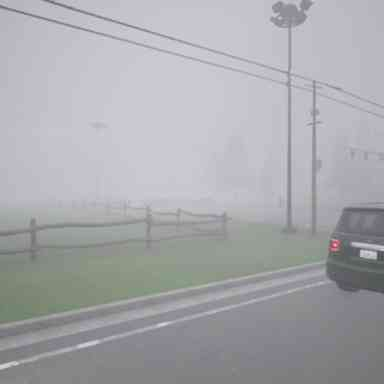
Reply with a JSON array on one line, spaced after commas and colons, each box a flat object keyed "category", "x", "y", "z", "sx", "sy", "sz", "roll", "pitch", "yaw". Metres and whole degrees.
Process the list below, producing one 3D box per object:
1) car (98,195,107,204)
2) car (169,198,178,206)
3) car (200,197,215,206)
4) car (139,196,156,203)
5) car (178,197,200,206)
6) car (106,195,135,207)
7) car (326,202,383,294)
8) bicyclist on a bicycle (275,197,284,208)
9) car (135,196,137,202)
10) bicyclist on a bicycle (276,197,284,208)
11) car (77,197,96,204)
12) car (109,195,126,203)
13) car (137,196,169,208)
[{"category": "car", "x": -18.448, "y": 1.479, "z": 68.997, "sx": 2.097, "sy": 1.767, "sz": 4.553, "roll": 0, "pitch": 0, "yaw": -35}, {"category": "car", "x": -4.815, "y": 1.646, "z": 55.847, "sx": 1.837, "sy": 1.490, "sz": 4.892, "roll": 0, "pitch": -1, "yaw": -35}, {"category": "car", "x": 2.049, "y": 1.682, "z": 58.253, "sx": 1.837, "sy": 1.490, "sz": 4.892, "roll": 0, "pitch": 0, "yaw": -35}, {"category": "car", "x": -10.113, "y": 1.702, "z": 75.396, "sx": 1.812, "sy": 1.442, "sz": 4.674, "roll": 0, "pitch": 0, "yaw": -35}, {"category": "car", "x": -1.325, "y": 1.652, "z": 56.968, "sx": 2.128, "sy": 1.511, "sz": 4.902, "roll": 0, "pitch": 0, "yaw": -35}, {"category": "car", "x": -11.532, "y": 1.584, "z": 53.230, "sx": 1.882, "sy": 1.535, "sz": 5.008, "roll": 0, "pitch": 0, "yaw": -35}, {"category": "car", "x": 5.375, "y": 1.266, "z": 7.817, "sx": 5.566, "sy": 2.045, "sz": 2.150, "roll": 0, "pitch": 0, "yaw": -38}, {"category": "bicyclist on a bicycle", "x": 13.041, "y": 1.501, "z": 49.770, "sx": 0.582, "sy": 1.620, "sz": 1.656, "roll": 0, "pitch": 0, "yaw": 42}, {"category": "car", "x": -12.988, "y": 1.684, "z": 73.400, "sx": 1.812, "sy": 1.442, "sz": 4.674, "roll": 0, "pitch": 0, "yaw": -35}, {"category": "bicyclist on a bicycle", "x": 13.188, "y": 1.501, "z": 49.225, "sx": 1.656, "sy": 1.620, "sz": 0.582, "roll": 0, "pitch": 0, "yaw": -45}, {"category": "car", "x": -21.684, "y": 1.646, "z": 67.513, "sx": 2.033, "sy": 1.411, "sz": 5.357, "roll": 0, "pitch": 0, "yaw": -35}, {"category": "car", "x": -16.099, "y": 1.497, "z": 71.745, "sx": 2.097, "sy": 1.767, "sz": 4.553, "roll": 0, "pitch": 0, "yaw": -35}, {"category": "car", "x": -6.173, "y": 1.616, "z": 51.693, "sx": 2.128, "sy": 1.511, "sz": 4.902, "roll": 0, "pitch": 0, "yaw": -35}]
